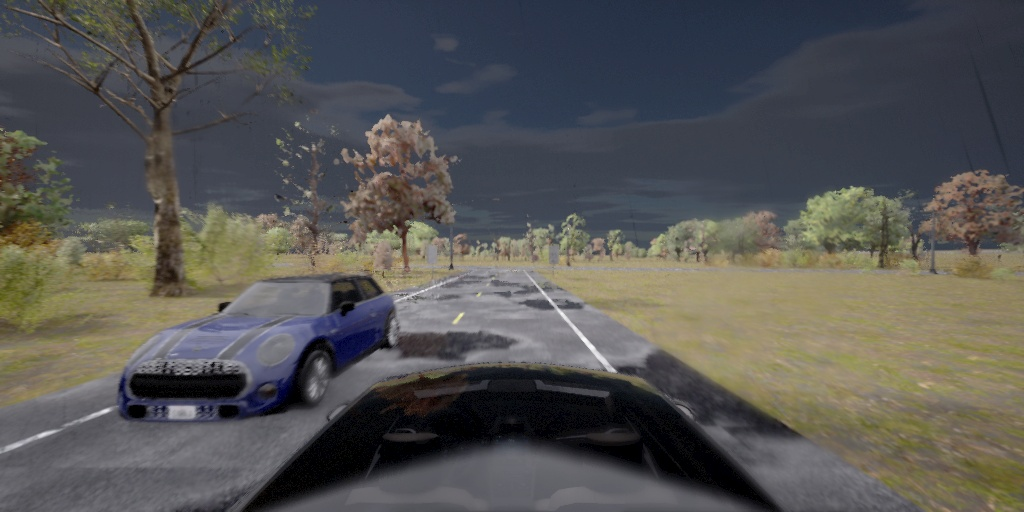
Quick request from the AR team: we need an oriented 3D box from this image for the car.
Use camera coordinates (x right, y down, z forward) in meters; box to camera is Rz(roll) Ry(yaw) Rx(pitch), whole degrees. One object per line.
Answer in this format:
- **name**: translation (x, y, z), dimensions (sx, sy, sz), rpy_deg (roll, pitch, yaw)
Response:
- **car**: translation (-3.597, 1.116, 6.156), dimensions (2.097, 1.767, 4.553), rpy_deg (0, 0, 0)
